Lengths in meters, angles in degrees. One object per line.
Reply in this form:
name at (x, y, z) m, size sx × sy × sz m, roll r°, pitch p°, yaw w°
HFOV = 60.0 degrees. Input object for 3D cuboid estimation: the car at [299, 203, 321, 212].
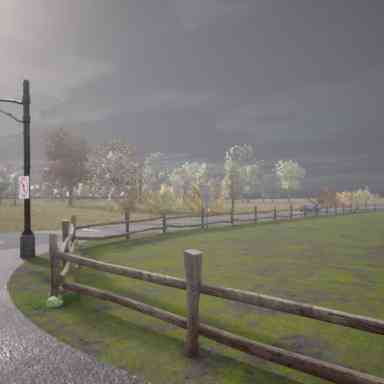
car at (18.897, 2.449, 52.982) m, size 2.033 × 1.411 × 5.357 m, roll -1°, pitch -2°, yaw 40°
